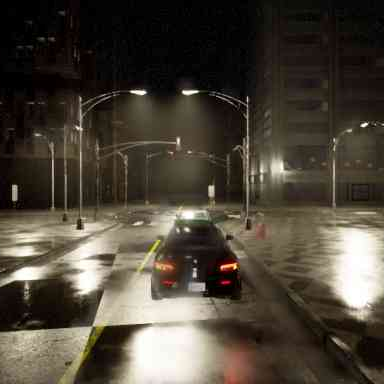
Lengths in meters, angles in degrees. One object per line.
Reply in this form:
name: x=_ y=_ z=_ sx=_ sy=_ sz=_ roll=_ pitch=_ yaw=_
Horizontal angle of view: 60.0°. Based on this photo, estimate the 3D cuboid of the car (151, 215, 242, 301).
car: x=0.085 y=1.523 z=8.210 sx=1.812 sy=1.442 sz=4.674 roll=0 pitch=0 yaw=0

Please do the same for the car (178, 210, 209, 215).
car: x=0.074 y=1.593 z=17.235 sx=1.895 sy=1.301 sz=4.718 roll=0 pitch=0 yaw=0
